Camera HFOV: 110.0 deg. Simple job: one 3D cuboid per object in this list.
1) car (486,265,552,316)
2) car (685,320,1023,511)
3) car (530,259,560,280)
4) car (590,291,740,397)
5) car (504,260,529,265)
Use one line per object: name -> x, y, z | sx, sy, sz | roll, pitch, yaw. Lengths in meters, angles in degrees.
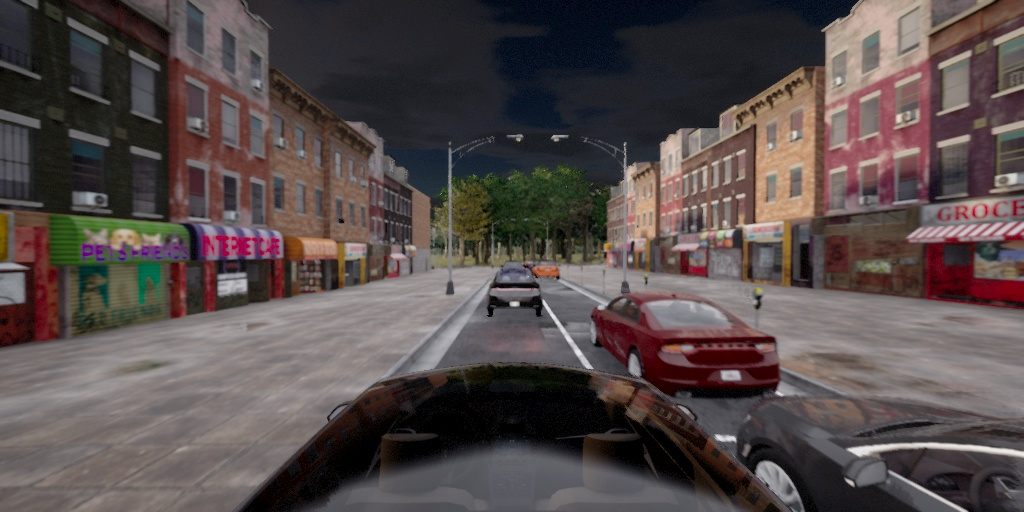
car -> 0.088, 1.256, 13.385 | 2.128, 1.511, 4.902 | 0, 0, 0
car -> 2.637, 1.300, 1.129 | 2.007, 1.370, 4.403 | 0, 0, 0
car -> 2.982, 1.151, 31.987 | 2.097, 1.767, 4.553 | 0, 0, 0
car -> 2.636, 1.300, 6.536 | 1.888, 1.381, 4.507 | 0, 0, 0
car -> 0.087, 1.146, 29.940 | 2.097, 1.767, 4.553 | 0, 0, 0
